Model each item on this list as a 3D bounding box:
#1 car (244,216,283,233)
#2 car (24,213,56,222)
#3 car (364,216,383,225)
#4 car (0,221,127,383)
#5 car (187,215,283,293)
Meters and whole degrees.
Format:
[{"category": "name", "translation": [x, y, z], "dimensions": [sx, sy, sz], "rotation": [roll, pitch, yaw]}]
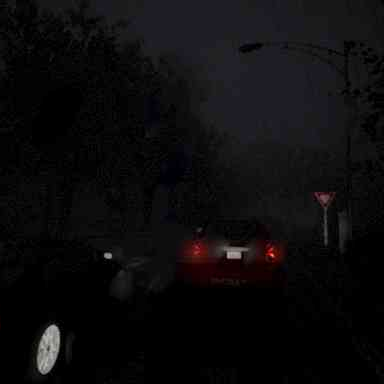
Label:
[{"category": "car", "translation": [6.255, 2.778, 28.806], "dimensions": [1.895, 1.301, 4.718], "rotation": [-2, -4, 31]}, {"category": "car", "translation": [-25.038, 4.268, 54.900], "dimensions": [4.892, 1.490, 1.837], "rotation": [3, -6, -37]}, {"category": "car", "translation": [27.571, 4.063, 47.530], "dimensions": [5.357, 1.411, 2.033], "rotation": [2, -4, -5]}, {"category": "car", "translation": [-2.543, 1.502, 5.569], "dimensions": [1.882, 1.535, 5.008], "rotation": [0, 0, 5]}, {"category": "car", "translation": [1.155, 1.397, 9.157], "dimensions": [2.097, 1.767, 4.553], "rotation": [0, -1, 7]}]
